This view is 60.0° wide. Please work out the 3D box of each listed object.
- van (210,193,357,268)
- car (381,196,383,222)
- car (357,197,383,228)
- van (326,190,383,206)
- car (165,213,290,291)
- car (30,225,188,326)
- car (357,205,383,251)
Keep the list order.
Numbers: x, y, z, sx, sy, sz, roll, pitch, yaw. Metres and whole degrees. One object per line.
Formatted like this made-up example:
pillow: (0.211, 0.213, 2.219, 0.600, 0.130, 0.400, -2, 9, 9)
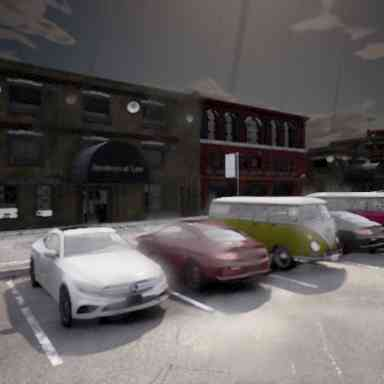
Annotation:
van: (2.489, 1.149, 10.600, 1.878, 1.987, 4.442, -2, 1, -35)
car: (13.838, 1.005, 18.814, 2.097, 1.535, 5.008, -2, 1, -35)
car: (11.542, 1.080, 17.170, 2.097, 1.535, 5.008, -2, 1, -35)
van: (6.996, 1.005, 13.803, 1.878, 1.987, 4.442, -2, 1, -35)
car: (0.017, 1.469, 8.983, 2.002, 1.452, 4.674, -1, 0, -35)
car: (-2.297, 1.500, 7.346, 2.002, 1.452, 4.674, -1, 0, -35)
car: (4.634, 1.346, 12.264, 2.002, 1.452, 4.674, -2, 1, -35)
